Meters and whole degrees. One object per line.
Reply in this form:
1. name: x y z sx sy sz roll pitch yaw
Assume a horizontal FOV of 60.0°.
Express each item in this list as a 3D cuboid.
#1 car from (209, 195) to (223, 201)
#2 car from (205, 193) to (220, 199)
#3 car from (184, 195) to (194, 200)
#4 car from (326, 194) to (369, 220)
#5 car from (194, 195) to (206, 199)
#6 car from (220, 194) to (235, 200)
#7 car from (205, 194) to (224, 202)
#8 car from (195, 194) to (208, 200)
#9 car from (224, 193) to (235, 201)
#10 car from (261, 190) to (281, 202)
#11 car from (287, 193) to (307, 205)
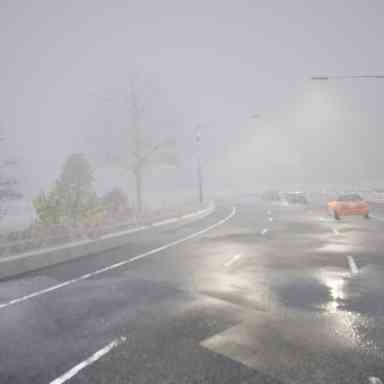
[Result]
1. car: 5.936 1.422 83.784 1.812 1.442 4.674 -2 0 -19
2. car: 5.810 1.263 94.500 2.128 1.511 4.902 -2 0 -25
3. car: -0.668 1.517 91.859 1.837 1.490 4.892 -2 0 -25
4. car: 10.884 0.918 23.609 2.097 1.767 4.553 -3 0 14
5. car: 2.826 1.571 82.032 2.033 1.411 5.357 -2 0 -17
6. car: 9.082 1.315 85.417 1.994 1.385 4.181 -2 0 -19
7. car: 4.998 1.472 73.578 1.994 1.385 4.181 -2 0 -12
8. car: 2.573 1.430 93.180 1.994 1.385 4.181 -2 0 -25
9. car: 8.181 1.138 75.399 2.097 1.767 4.553 -2 0 -12
10. car: 13.982 0.723 59.299 2.150 2.045 5.566 -2 0 -4
11. car: 14.036 0.976 44.619 1.837 1.490 4.892 -2 0 3
